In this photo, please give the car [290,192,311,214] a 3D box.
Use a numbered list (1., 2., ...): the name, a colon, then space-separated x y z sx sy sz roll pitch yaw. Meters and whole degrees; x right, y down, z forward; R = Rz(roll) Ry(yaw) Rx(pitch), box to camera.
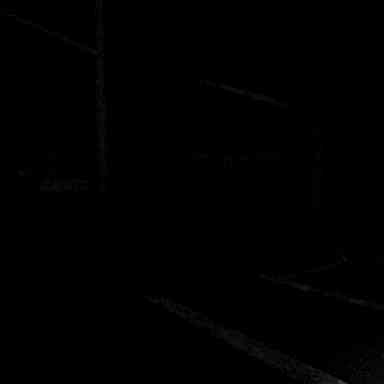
1. car: 7.458 0.830 26.818 1.905 1.878 3.866 -2 1 -36
